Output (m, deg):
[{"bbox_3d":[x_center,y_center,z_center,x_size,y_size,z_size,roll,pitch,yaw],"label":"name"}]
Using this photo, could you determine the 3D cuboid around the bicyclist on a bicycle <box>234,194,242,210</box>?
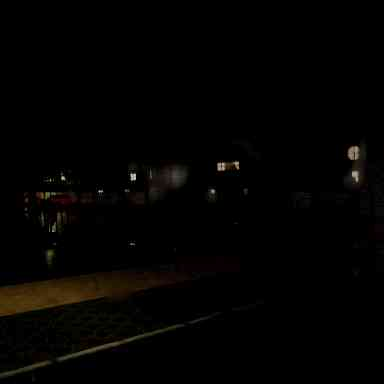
[{"bbox_3d":[4.619,1.007,33.429,0.582,1.620,1.656,0,3,38],"label":"bicyclist on a bicycle"}]

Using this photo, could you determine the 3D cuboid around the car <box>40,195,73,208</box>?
[{"bbox_3d":[-18.091,1.138,44.284,4.553,1.767,2.097,0,3,27],"label":"car"}]
